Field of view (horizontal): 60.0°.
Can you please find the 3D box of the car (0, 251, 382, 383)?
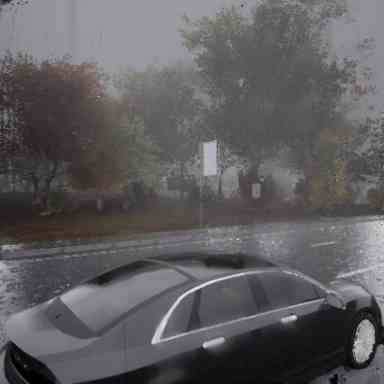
[{"bbox_3d":[0.446,1.504,4.066,4.892,1.490,1.837,0,0,-35],"label":"car"}]
